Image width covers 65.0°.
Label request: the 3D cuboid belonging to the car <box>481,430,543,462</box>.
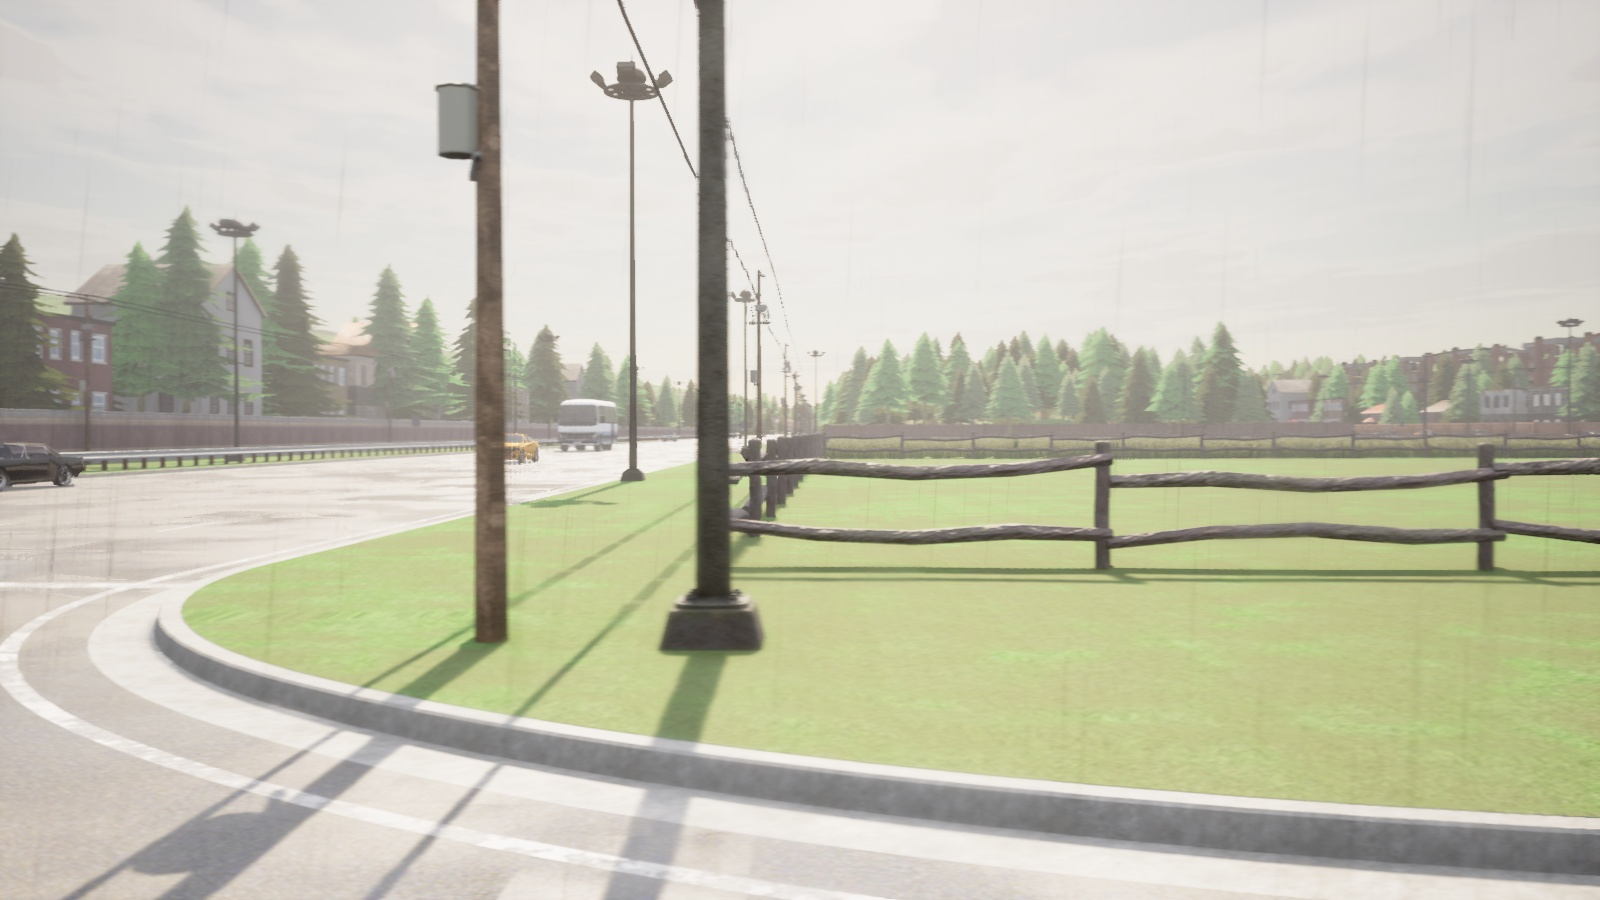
[{"bbox_3d":[-14.661,-0.226,64.184,1.882,1.535,5.008,0,1,1],"label":"car"}]

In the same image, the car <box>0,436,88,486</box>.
[{"bbox_3d":[-22.237,0.287,35.102,1.895,1.301,4.718,0,1,1],"label":"car"}]
